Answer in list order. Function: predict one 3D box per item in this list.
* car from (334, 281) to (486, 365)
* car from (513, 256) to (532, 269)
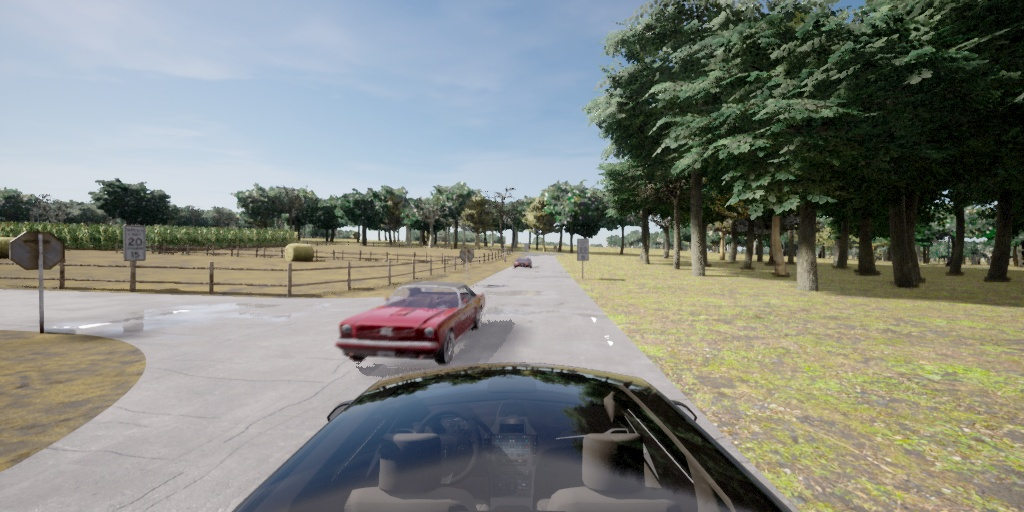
[{"bbox_3d":[-1.878,1.298,8.132,1.895,1.301,4.718,1,1,6],"label":"car"},{"bbox_3d":[1.290,0.747,40.966,1.994,1.385,4.181,0,1,6],"label":"car"}]
